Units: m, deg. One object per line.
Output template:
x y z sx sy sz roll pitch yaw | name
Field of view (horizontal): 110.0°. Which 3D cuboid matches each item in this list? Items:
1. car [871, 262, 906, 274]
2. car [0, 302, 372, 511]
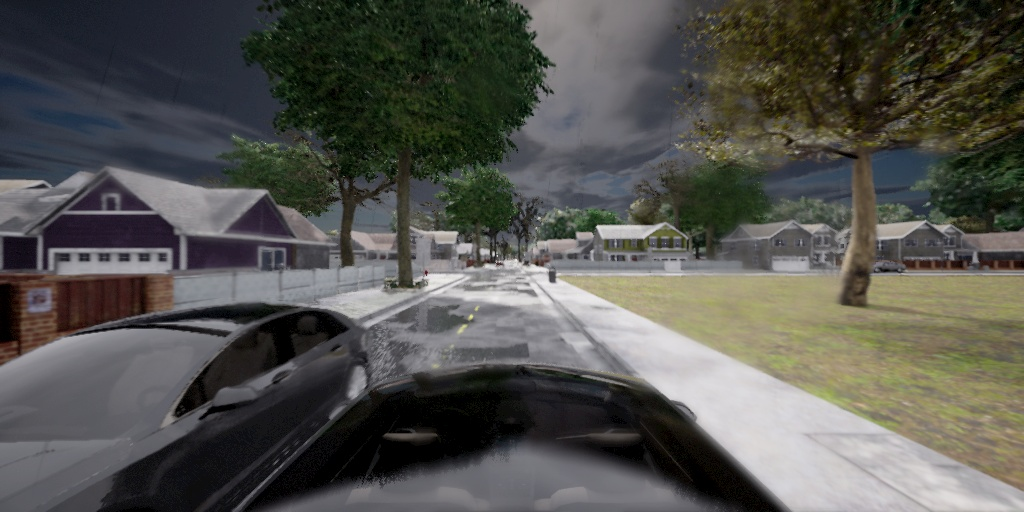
46.635 1.441 45.206 4.902 1.511 2.128 0 0 0 | car
-2.850 1.262 3.139 1.837 1.490 4.892 0 0 0 | car
